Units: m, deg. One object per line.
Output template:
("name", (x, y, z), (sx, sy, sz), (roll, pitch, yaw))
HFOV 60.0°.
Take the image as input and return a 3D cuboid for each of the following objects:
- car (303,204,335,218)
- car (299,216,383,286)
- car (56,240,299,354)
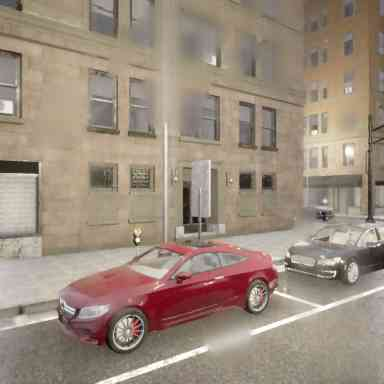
("car", (8.226, 1.515, 25.132), (1.895, 1.301, 4.718), (0, 0, -35))
("car", (4.437, 1.550, 9.321), (4.403, 1.369, 2.008), (0, 0, -35))
("car", (-0.198, 1.582, 6.035), (4.206, 1.307, 1.802), (0, 0, -35))
